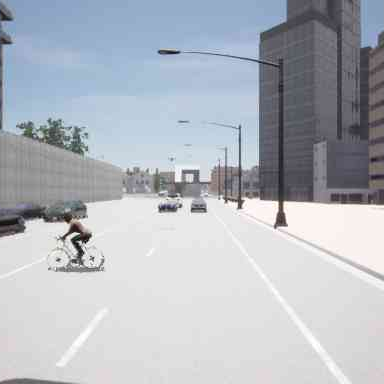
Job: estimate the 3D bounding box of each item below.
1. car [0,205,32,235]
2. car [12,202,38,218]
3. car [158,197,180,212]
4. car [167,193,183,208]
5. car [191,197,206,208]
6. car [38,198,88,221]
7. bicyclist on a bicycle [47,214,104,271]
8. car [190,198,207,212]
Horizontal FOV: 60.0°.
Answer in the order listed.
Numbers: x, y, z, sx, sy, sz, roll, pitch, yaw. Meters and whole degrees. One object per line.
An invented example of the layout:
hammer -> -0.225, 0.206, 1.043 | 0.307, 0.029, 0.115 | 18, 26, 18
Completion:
car -> -10.305, 1.562, 16.826 | 1.994, 1.385, 4.181 | 0, 0, 2
car -> -13.520, 1.547, 26.671 | 2.033, 1.411, 5.357 | 0, 0, 1
car -> -2.721, 1.601, 38.247 | 1.895, 1.301, 4.718 | 0, 0, 1
car -> -2.557, 1.221, 48.062 | 2.150, 2.045, 5.566 | 0, 0, 1
car -> 0.963, 1.547, 49.013 | 2.033, 1.411, 5.357 | 0, 0, 2
car -> -10.020, 1.351, 26.634 | 2.097, 1.767, 4.553 | 0, 0, 1
bicyclist on a bicycle -> -3.337, 1.455, 9.472 | 1.656, 1.620, 0.582 | -2, 0, 1
car -> 0.786, 1.547, 38.392 | 2.033, 1.411, 5.357 | 0, 0, 1
